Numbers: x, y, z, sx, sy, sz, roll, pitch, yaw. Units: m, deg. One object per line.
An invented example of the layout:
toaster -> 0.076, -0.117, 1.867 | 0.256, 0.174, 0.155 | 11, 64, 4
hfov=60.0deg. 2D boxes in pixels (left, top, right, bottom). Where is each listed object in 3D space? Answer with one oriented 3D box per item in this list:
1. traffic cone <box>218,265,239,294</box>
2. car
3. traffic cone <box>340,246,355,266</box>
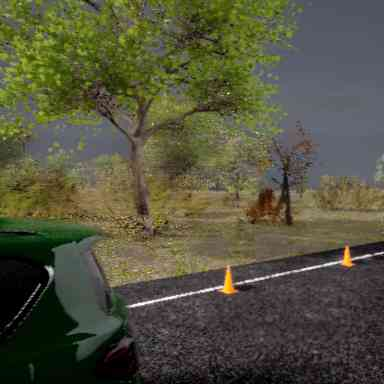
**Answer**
traffic cone -> 0.840, 1.977, 7.605 | 0.340, 0.580, 0.340 | 0, 0, -36
car -> -2.917, 1.215, 1.417 | 5.566, 2.045, 2.150 | 0, 0, -36
traffic cone -> 4.910, 1.997, 10.510 | 0.340, 0.580, 0.340 | 0, 0, -36
